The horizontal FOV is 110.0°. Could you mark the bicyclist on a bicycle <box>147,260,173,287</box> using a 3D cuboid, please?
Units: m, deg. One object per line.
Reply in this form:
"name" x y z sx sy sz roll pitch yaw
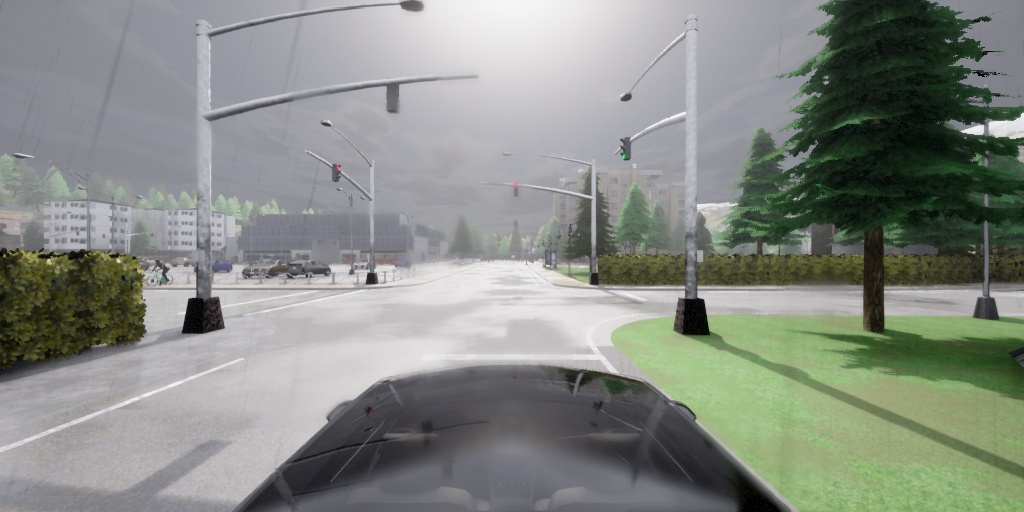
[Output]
"bicyclist on a bicycle" -21.759 1.051 22.176 0.582 1.620 1.656 0 0 1
